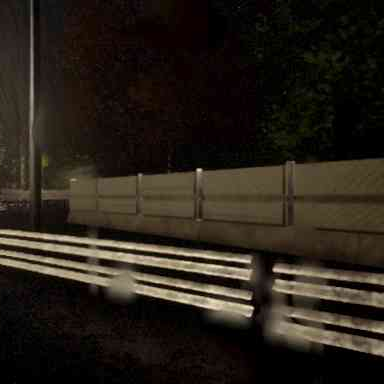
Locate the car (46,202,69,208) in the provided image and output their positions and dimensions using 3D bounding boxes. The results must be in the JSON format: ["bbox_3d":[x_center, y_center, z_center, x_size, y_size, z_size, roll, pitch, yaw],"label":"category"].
[{"bbox_3d":[-21.827,1.910,54.368,1.895,1.301,4.718,0,0,13],"label":"car"}]
